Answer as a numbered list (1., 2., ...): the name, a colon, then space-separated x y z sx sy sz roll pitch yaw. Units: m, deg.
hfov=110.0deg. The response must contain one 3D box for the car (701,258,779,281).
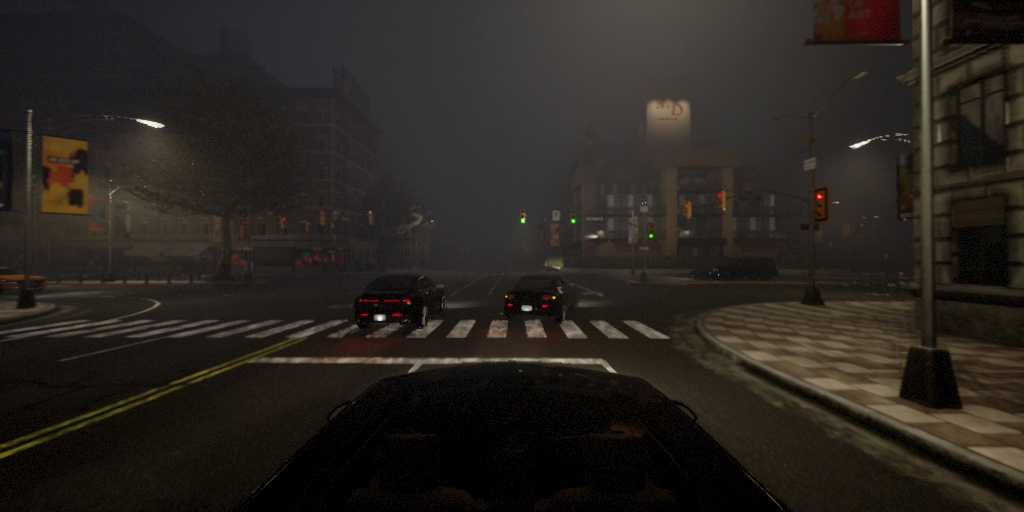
1. car: 20.381 1.178 31.787 5.566 2.045 2.150 0 0 2

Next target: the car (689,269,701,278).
1. car: 20.423 1.528 35.301 5.357 1.411 2.033 0 0 0

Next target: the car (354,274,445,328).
1. car: -3.407 1.325 11.635 1.837 1.490 4.892 0 0 0

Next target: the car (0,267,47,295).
1. car: -29.700 1.355 20.403 5.008 1.535 1.882 0 0 0

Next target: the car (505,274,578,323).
1. car: 1.109 1.350 12.542 1.812 1.442 4.674 -1 0 17
